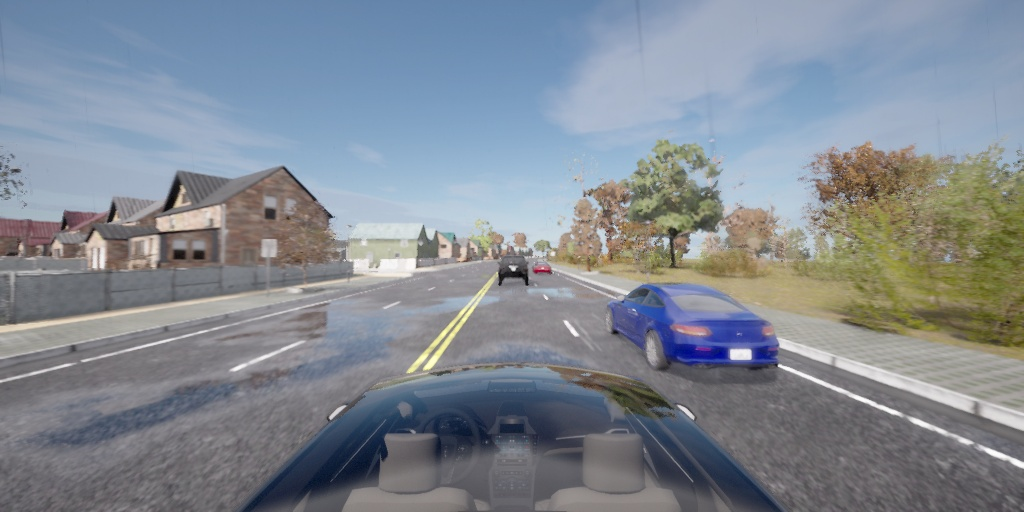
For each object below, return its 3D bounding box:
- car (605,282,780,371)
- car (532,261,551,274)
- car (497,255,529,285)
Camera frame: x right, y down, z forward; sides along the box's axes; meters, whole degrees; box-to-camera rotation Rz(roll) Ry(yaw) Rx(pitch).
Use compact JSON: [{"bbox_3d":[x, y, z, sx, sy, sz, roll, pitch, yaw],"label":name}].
[{"bbox_3d":[3.349,1.275,7.549,1.812,1.442,4.674,0,0,0],"label":"car"},{"bbox_3d":[3.349,1.291,40.859,1.994,1.385,4.181,0,0,0],"label":"car"},{"bbox_3d":[0.102,0.961,26.286,2.150,2.045,5.566,0,0,0],"label":"car"}]
